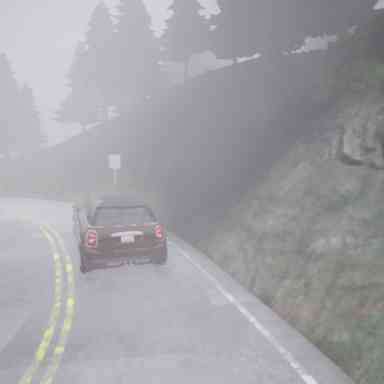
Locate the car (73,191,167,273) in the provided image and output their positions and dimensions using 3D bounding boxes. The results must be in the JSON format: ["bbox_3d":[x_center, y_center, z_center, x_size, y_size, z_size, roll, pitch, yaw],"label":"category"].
[{"bbox_3d":[-2.269,0.765,9.622,2.097,1.767,4.553,-2,10,-22],"label":"car"}]
